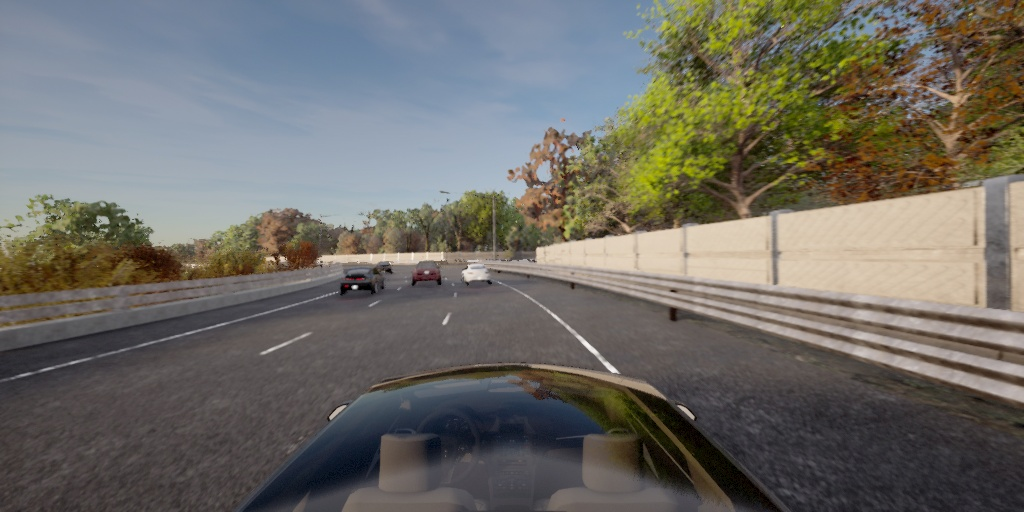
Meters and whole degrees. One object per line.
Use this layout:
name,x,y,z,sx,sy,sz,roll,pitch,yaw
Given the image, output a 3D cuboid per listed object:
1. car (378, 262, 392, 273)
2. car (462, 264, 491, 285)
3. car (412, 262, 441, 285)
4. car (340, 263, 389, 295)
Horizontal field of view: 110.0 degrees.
car,-17.019,1.537,47.413,1.837,1.490,4.892,0,0,-25
car,-2.689,1.319,26.639,1.812,1.442,4.674,-1,0,-12
car,-6.580,1.210,27.835,2.097,1.767,4.553,-1,0,-12
car,-8.730,1.400,21.220,1.837,1.490,4.892,0,0,-11
